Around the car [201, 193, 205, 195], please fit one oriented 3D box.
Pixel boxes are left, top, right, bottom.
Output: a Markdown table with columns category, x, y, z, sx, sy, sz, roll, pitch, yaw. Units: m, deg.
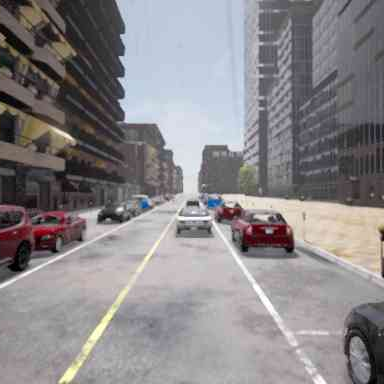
| category | x | y | z | sx | sy | sz | roll | pitch | yaw |
| --- | --- | --- | --- | --- | --- | --- | --- | --- | --- |
| car | 2.733 | 1.362 | 58.302 | 1.752 | 1.417 | 4.829 | 1 | 0 | 0 |

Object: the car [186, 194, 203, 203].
| category | x | y | z | sx | sy | sz | roll | pitch | yaw |
| --- | --- | --- | --- | --- | --- | --- | --- | --- | --- |
| car | 0.124 | 1.419 | 45.354 | 2.033 | 1.411 | 5.357 | 0 | 0 | 0 |

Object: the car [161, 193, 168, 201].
| category | x | y | z | sx | sy | sz | roll | pitch | yaw |
| --- | --- | --- | --- | --- | --- | --- | --- | --- | --- |
| car | -5.648 | 1.364 | 57.969 | 1.752 | 1.417 | 4.829 | 1 | 0 | 0 |

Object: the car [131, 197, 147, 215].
| category | x | y | z | sx | sy | sz | roll | pitch | yaw |
| --- | --- | --- | --- | --- | --- | --- | --- | --- | --- |
| car | -5.663 | 1.465 | 30.290 | 2.008 | 1.369 | 4.403 | 1 | 0 | 0 |

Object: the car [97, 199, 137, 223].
| category | x | y | z | sx | sy | sz | roll | pitch | yaw |
| --- | --- | --- | --- | --- | --- | --- | --- | --- | --- |
| car | -5.666 | 1.495 | 24.721 | 1.947 | 1.339 | 4.313 | 1 | 0 | 0 |

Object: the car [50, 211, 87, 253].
| category | x | y | z | sx | sy | sz | roll | pitch | yaw |
| --- | --- | --- | --- | --- | --- | --- | --- | --- | --- |
| car | -5.671 | 1.506 | 13.581 | 1.887 | 1.381 | 4.507 | 1 | 0 | 0 |

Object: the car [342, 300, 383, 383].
| category | x | y | z | sx | sy | sz | roll | pitch | yaw |
| --- | --- | --- | --- | --- | --- | --- | --- | --- | --- |
| car | 2.703 | 1.543 | 2.436 | 2.008 | 1.369 | 4.403 | 1 | 0 | 0 |

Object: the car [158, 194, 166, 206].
| category | x | y | z | sx | sy | sz | roll | pitch | yaw |
| --- | --- | --- | --- | --- | --- | --- | --- | --- | --- |
| car | -5.651 | 1.404 | 52.568 | 2.008 | 1.369 | 4.403 | 1 | 0 | 0 |

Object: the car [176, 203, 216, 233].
| category | x | y | z | sx | sy | sz | roll | pitch | yaw |
| --- | --- | --- | --- | --- | --- | --- | --- | --- | --- |
| car | 0.110 | 1.545 | 19.020 | 1.895 | 1.301 | 4.718 | 0 | 0 | 0 |

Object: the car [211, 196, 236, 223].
| category | x | y | z | sx | sy | sz | roll | pitch | yaw |
| --- | --- | --- | --- | --- | --- | --- | --- | --- | --- |
| car | 2.716 | 1.369 | 24.715 | 1.967 | 1.590 | 4.097 | 1 | 0 | 0 |

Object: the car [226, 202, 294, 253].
| category | x | y | z | sx | sy | sz | roll | pitch | yaw |
| --- | --- | --- | --- | --- | --- | --- | --- | --- | --- |
| car | 2.710 | 1.400 | 13.575 | 1.967 | 1.590 | 4.097 | 1 | 0 | 0 |

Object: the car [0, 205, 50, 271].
| category | x | y | z | sx | sy | sz | roll | pitch | yaw |
| --- | --- | --- | --- | --- | --- | --- | --- | --- | --- |
| car | -5.670 | 1.292 | 8.010 | 2.192 | 1.841 | 5.009 | 1 | 0 | 0 |

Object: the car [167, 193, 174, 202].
| category | x | y | z | sx | sy | sz | roll | pitch | yaw |
| --- | --- | --- | --- | --- | --- | --- | --- | --- | --- |
| car | -5.639 | 1.124 | 69.277 | 2.192 | 1.841 | 5.009 | 1 | 0 | 0 |

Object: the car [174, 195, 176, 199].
| category | x | y | z | sx | sy | sz | roll | pitch | yaw |
| --- | --- | --- | --- | --- | --- | --- | --- | --- | --- |
| car | -5.634 | 1.311 | 85.987 | 1.887 | 1.381 | 4.507 | 1 | 0 | 0 |

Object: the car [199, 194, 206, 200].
| category | x | y | z | sx | sy | sz | roll | pitch | yaw |
| --- | --- | --- | --- | --- | --- | --- | --- | --- | --- |
| car | 2.747 | 1.291 | 86.151 | 1.752 | 1.417 | 4.829 | 1 | 0 | 0 |

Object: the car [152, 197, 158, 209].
| category | x | y | z | sx | sy | sz | roll | pitch | yaw |
| --- | --- | --- | --- | --- | --- | --- | --- | --- | --- |
| car | -5.656 | 1.409 | 41.260 | 1.752 | 1.417 | 4.829 | 1 | 0 | 0 |

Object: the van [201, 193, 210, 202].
| category | x | y | z | sx | sy | sz | roll | pitch | yaw |
| --- | --- | --- | --- | --- | --- | --- | --- | --- | --- |
| van | 2.741 | 1.149 | 69.273 | 1.690 | 1.788 | 3.998 | 1 | 0 | 0 |

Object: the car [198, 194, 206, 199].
| category | x | y | z | sx | sy | sz | roll | pitch | yaw |
| --- | --- | --- | --- | --- | --- | --- | --- | --- | --- |
| car | 2.749 | 1.297 | 91.551 | 1.887 | 1.381 | 4.507 | 1 | 0 | 0 |

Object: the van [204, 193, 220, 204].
| category | x | y | z | sx | sy | sz | roll | pitch | yaw |
| --- | --- | --- | --- | --- | --- | --- | --- | --- | --- |
| van | 2.727 | 1.224 | 41.424 | 1.690 | 1.788 | 3.998 | 1 | 0 | 0 |

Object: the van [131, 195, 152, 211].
| category | x | y | z | sx | sy | sz | roll | pitch | yaw |
| --- | --- | --- | --- | --- | --- | --- | --- | --- | --- |
| van | -5.656 | 1.240 | 35.860 | 1.690 | 1.788 | 3.998 | 1 | 0 | 0 |
